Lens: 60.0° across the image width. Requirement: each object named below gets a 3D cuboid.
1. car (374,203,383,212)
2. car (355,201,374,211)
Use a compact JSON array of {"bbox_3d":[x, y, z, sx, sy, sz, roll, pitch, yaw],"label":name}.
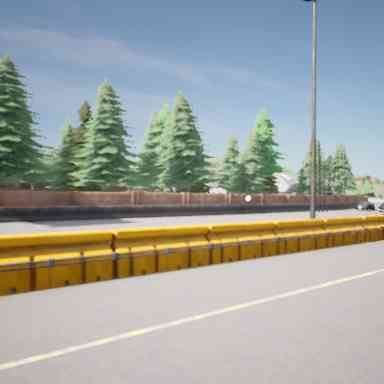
[{"bbox_3d":[29.262,2.231,49.464,1.837,1.490,4.892,0,0,45],"label":"car"},{"bbox_3d":[27.363,2.220,52.526,2.128,1.511,4.902,0,-1,44],"label":"car"}]
